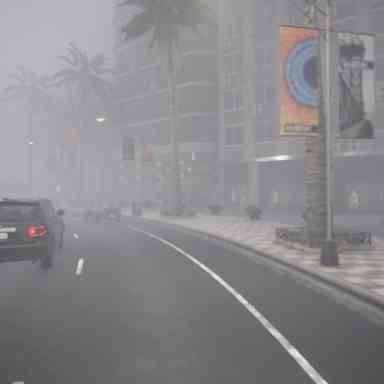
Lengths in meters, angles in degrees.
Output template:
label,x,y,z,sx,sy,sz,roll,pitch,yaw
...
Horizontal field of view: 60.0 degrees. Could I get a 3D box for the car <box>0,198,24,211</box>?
label,x,y,z,sx,sy,sz,roll,pitch,yaw
car,-22.739,1.497,40.578,4.181,1.385,1.994,0,0,30

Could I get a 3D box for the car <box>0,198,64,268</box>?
label,x,y,z,sx,sy,sz,roll,pitch,yaw
car,-5.557,1.199,10.936,2.150,2.045,5.566,0,0,-17

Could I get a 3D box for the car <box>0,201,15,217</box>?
label,x,y,z,sx,sy,sz,roll,pitch,yaw
car,-18.616,1.556,31.405,4.718,1.301,1.895,0,0,43

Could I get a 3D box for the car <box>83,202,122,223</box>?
label,x,y,z,sx,sy,sz,roll,pitch,yaw
car,-6.625,1.444,24.465,1.812,1.442,4.674,-1,0,-32
